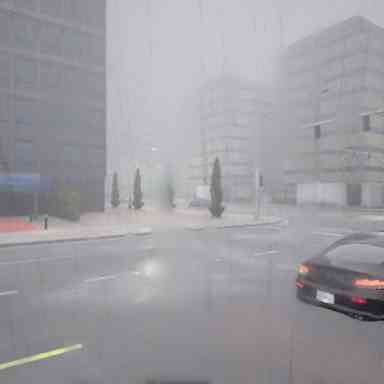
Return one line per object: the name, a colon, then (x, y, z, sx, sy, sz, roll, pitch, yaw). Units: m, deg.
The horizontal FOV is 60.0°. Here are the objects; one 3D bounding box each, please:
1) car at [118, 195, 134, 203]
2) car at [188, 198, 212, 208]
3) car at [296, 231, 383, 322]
car: (-13.407, 1.350, 68.165, 2.097, 1.767, 4.553, 0, 0, -35)
car: (1.319, 1.563, 46.875, 1.994, 1.385, 4.181, 0, 0, -35)
car: (4.031, 1.525, 6.681, 4.674, 1.442, 1.812, 0, 0, -35)
